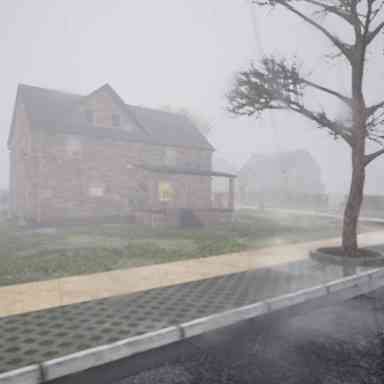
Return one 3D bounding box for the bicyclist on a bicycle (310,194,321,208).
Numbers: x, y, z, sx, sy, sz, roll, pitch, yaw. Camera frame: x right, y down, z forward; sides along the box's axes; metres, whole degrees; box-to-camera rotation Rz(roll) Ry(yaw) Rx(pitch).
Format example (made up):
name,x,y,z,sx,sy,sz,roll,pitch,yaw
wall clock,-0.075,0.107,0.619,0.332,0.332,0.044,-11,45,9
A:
name,x,y,z,sx,sy,sz,roll,pitch,yaw
bicyclist on a bicycle,13.967,1.019,37.568,1.656,1.620,0.582,1,1,-29
